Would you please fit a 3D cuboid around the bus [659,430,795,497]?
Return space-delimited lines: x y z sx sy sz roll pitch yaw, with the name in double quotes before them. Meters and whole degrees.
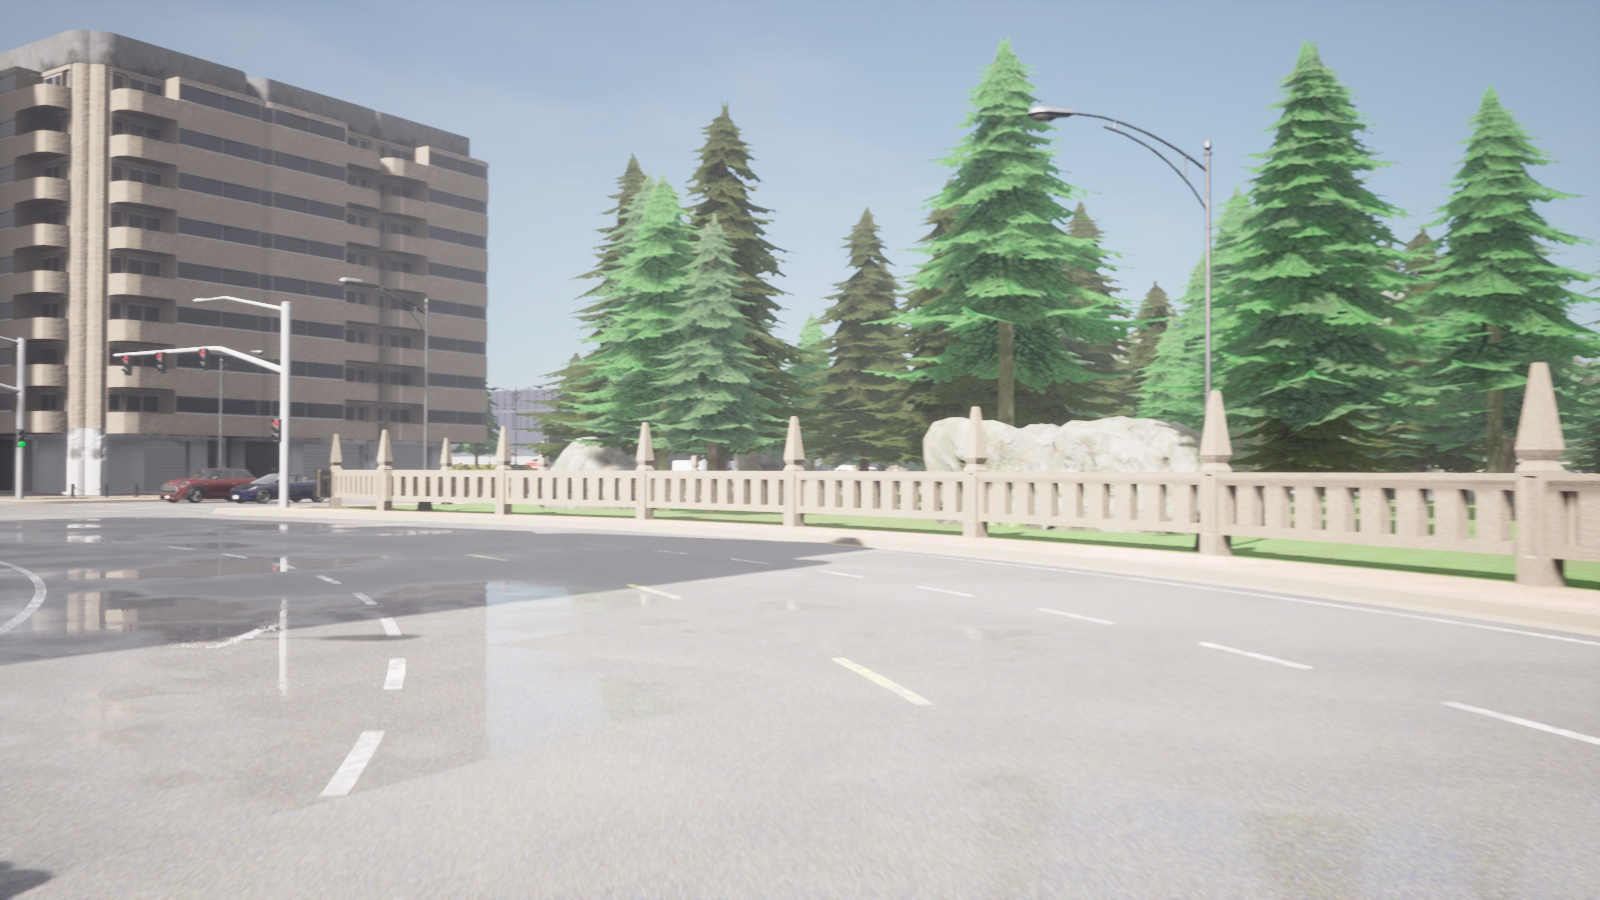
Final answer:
"bus" -4.827 0.958 85.952 3.944 4.253 10.273 -1 -1 33

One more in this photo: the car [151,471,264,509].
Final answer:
"car" -28.850 1.903 61.267 2.097 1.767 4.553 -1 -1 32

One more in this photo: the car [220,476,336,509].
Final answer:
"car" -25.118 2.014 60.607 2.163 1.488 4.792 -1 -1 33
